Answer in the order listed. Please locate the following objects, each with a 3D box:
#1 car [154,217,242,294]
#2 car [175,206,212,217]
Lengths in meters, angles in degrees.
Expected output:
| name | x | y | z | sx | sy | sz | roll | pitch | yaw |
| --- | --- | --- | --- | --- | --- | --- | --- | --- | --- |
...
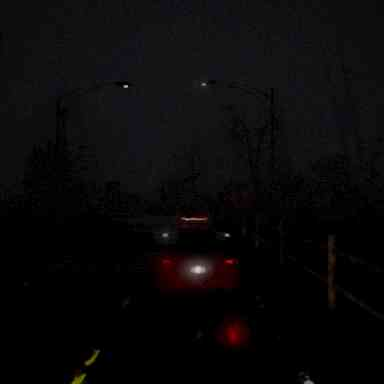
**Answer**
| name | x | y | z | sx | sy | sz | roll | pitch | yaw |
| --- | --- | --- | --- | --- | --- | --- | --- | --- | --- |
| car | 0.120 | 1.595 | 8.907 | 1.994 | 1.385 | 4.181 | 0 | 0 | 0 |
| car | 0.103 | 1.560 | 18.900 | 2.128 | 1.511 | 4.902 | 0 | 0 | -1 |
